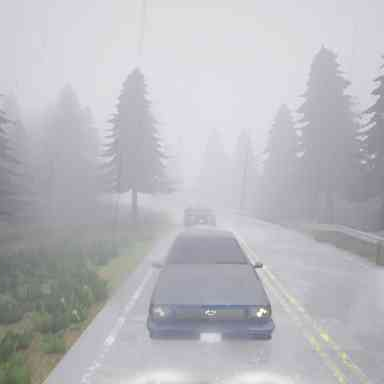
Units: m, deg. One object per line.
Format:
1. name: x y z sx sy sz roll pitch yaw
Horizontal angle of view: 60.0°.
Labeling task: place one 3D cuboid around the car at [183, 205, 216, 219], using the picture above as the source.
1. car: 0.430 1.579 22.315 1.994 1.385 4.181 0 0 -4

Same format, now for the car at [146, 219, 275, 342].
1. car: 0.309 1.558 7.103 2.033 1.411 5.357 0 0 1
